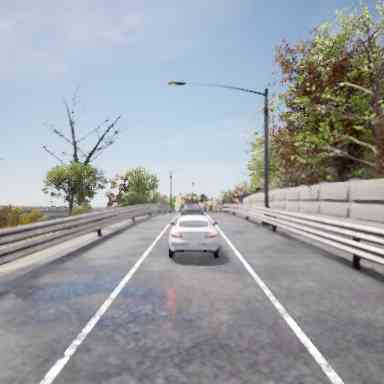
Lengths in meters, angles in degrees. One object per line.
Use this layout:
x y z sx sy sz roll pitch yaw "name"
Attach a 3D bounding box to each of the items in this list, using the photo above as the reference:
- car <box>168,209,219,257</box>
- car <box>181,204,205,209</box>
0.070 1.639 13.351 1.812 1.442 4.674 0 -1 0 "car"
0.076 1.757 27.584 2.128 1.511 4.902 0 -1 1 "car"
